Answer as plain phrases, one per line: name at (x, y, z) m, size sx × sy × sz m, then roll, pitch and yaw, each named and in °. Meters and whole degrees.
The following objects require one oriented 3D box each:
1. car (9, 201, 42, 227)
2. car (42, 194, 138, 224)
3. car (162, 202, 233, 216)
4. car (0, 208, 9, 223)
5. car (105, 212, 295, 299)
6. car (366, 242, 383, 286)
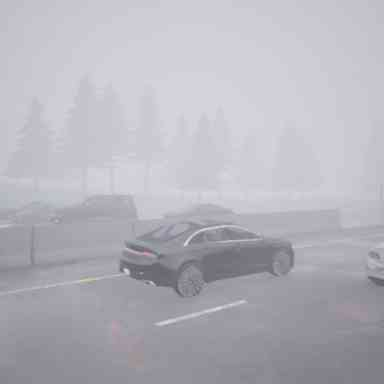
car at (-9.820, 1.525, 22.739) m, size 4.181 × 1.385 × 1.994 m, roll 0°, pitch 0°, yaw -35°
car at (-6.141, 1.180, 21.065) m, size 5.566 × 2.045 × 2.150 m, roll 0°, pitch 0°, yaw -35°
car at (0.416, 1.424, 21.345) m, size 5.008 × 1.535 × 1.882 m, roll 0°, pitch 0°, yaw -34°
car at (-12.131, 1.436, 25.398) m, size 5.008 × 1.535 × 1.882 m, roll 0°, pitch 0°, yaw -35°
car at (0.592, 1.469, 8.456) m, size 4.902 × 1.511 × 2.128 m, roll 0°, pitch 0°, yaw -35°
car at (5.989, 1.495, 7.974) m, size 4.674 × 1.442 × 1.812 m, roll 0°, pitch 0°, yaw -35°
